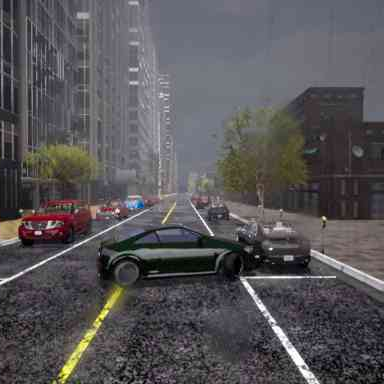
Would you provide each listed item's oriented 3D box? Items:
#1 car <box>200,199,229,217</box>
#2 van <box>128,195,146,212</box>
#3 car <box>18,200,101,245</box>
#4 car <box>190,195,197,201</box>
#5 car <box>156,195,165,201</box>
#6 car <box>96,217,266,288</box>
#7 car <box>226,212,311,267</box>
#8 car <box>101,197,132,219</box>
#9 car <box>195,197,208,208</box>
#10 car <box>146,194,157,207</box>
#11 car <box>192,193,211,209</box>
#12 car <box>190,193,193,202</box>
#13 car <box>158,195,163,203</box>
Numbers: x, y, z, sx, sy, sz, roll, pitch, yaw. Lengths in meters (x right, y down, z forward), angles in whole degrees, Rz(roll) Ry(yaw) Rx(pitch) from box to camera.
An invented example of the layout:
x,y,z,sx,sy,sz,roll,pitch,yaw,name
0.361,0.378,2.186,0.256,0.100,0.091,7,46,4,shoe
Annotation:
x,y,z,sx,sy,sz,roll,pitch,yaw,name
2.013,1.543,27.021,2.008,1.369,4.403,-1,0,-1,car
-6.690,1.329,38.610,1.690,1.788,3.998,-1,0,-1,van
-6.190,1.310,15.748,2.192,1.841,5.009,-1,0,-1,car
0.380,1.551,88.614,1.802,1.307,4.206,-1,0,-1,car
-7.848,1.497,82.703,1.752,1.417,4.829,-1,0,-1,car
-0.425,1.557,9.014,4.181,1.385,1.994,0,0,-16,car
2.549,1.548,11.161,2.008,1.369,4.403,-1,0,-1,car
-6.389,1.432,26.816,1.967,1.590,4.097,-1,0,-1,car
1.395,1.509,50.056,1.752,1.417,4.829,-1,0,-1,car
-6.981,1.299,49.675,2.192,1.841,5.009,-1,0,-1,car
1.542,1.301,44.353,2.192,1.841,5.009,-1,0,-1,car
0.813,1.291,72.017,2.192,1.841,5.009,-1,0,-1,car
-7.415,1.522,66.274,1.887,1.381,4.507,-1,0,-1,car
